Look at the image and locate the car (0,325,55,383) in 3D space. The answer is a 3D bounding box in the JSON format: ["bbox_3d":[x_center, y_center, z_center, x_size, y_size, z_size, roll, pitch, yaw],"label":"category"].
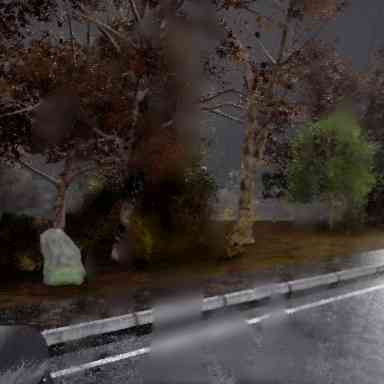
[{"bbox_3d":[-3.145,1.511,1.332,4.892,1.490,1.837,1,-1,-33],"label":"car"}]
